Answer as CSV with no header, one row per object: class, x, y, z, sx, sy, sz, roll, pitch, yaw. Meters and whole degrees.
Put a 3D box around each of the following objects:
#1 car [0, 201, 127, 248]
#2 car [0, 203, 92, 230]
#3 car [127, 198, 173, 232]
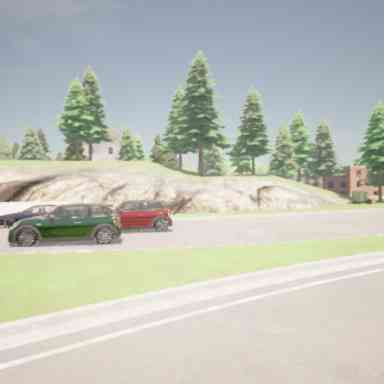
car,-5.295,1.293,14.328,4.553,1.767,2.097,-1,0,-8
car,-9.231,1.480,20.747,5.357,1.411,2.033,-1,1,-6
car,-3.348,1.236,18.122,4.553,1.767,2.097,-1,0,-10
